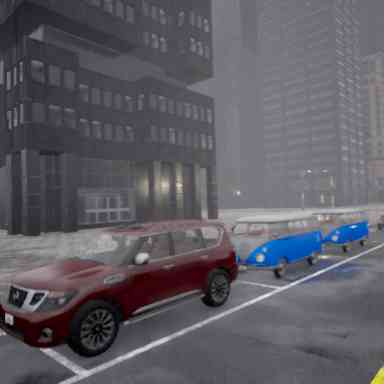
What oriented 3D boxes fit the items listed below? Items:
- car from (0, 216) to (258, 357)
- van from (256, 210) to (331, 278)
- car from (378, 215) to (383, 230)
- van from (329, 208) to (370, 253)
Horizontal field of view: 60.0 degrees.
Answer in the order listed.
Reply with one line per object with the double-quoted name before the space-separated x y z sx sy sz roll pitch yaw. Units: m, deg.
"car" -1.020 1.590 6.830 2.192 1.841 5.009 -4 -3 43
"van" 2.846 1.637 10.989 1.690 1.788 3.998 -4 -3 43
"car" 14.447 1.943 23.457 1.802 1.307 4.206 -4 -3 43
"van" 6.710 1.658 15.148 1.690 1.788 3.998 -4 -3 43
